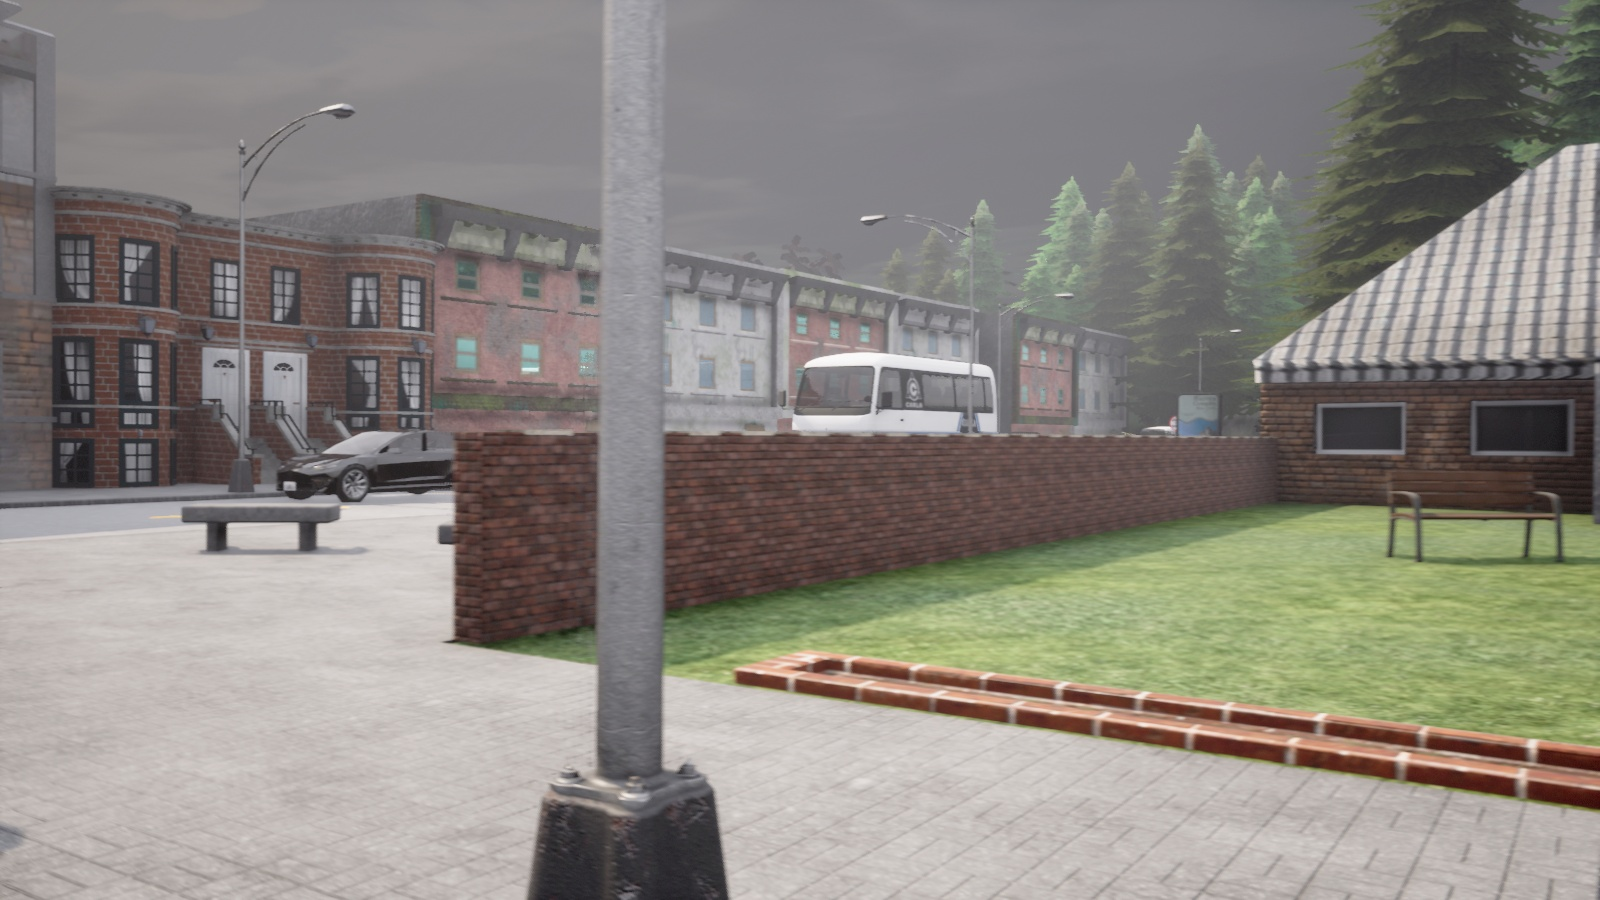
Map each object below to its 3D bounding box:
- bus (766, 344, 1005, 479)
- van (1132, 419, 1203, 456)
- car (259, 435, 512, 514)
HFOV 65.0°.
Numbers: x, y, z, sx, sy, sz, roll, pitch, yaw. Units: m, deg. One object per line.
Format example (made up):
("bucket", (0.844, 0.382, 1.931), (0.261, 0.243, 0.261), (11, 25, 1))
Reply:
("bus", (3.369, -1.291, 44.921), (3.944, 4.253, 10.273), (0, 1, 34))
("van", (20.731, -0.701, 70.806), (2.069, 2.038, 4.480), (0, 1, 42))
("car", (-8.674, 0.443, 26.739), (2.163, 1.488, 4.792), (0, 1, 33))
